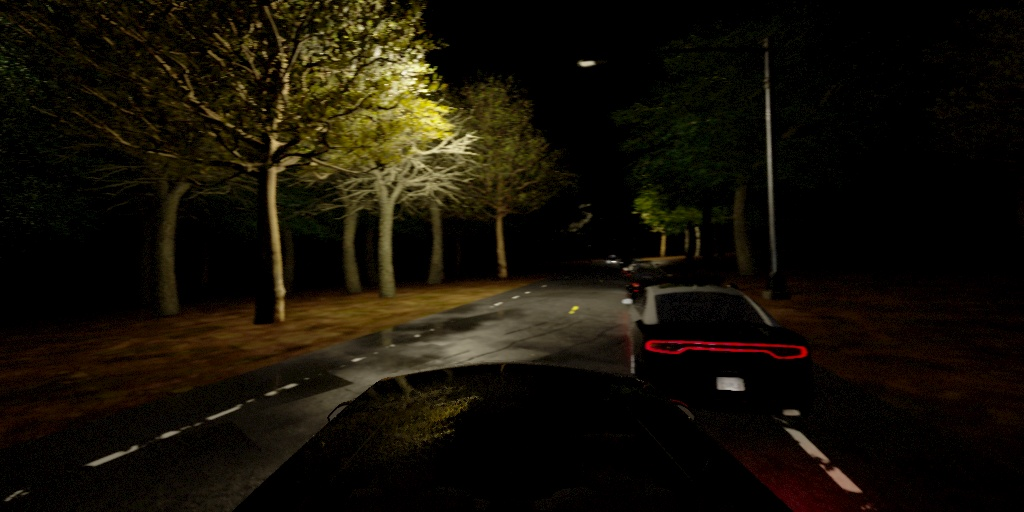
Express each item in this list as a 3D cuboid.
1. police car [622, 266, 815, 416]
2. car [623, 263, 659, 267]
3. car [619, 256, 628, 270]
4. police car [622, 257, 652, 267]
[{"bbox_3d":[3.020,1.137,6.240,1.930,1.638,5.238,-2,0,17],"label":"police car"},{"bbox_3d":[5.920,1.213,15.635,1.812,1.442,4.674,-2,0,18],"label":"car"},{"bbox_3d":[14.780,0.934,46.024,1.837,1.490,4.892,-2,0,17],"label":"car"},{"bbox_3d":[7.796,1.070,21.431,1.930,1.638,5.238,-2,0,18],"label":"police car"}]
